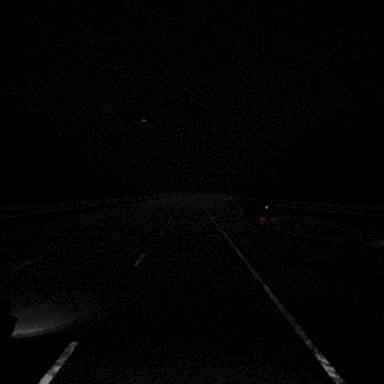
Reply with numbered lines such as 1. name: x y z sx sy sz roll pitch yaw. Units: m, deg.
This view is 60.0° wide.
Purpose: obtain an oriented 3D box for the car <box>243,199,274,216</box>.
1. car: 6.660 1.519 33.342 2.033 1.649 4.856 0 0 -8

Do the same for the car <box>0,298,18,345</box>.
1. car: -3.398 1.553 2.249 2.033 1.411 5.357 0 0 0
